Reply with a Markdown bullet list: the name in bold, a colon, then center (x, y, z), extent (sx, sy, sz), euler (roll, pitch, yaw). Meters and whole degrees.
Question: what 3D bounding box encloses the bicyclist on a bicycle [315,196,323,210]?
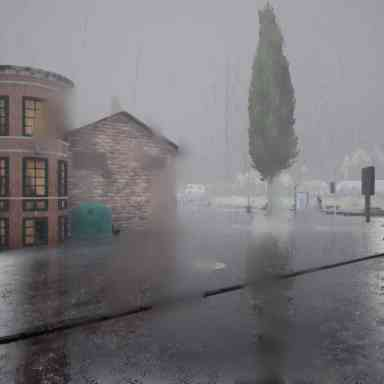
- **bicyclist on a bicycle**: center (15.318, 1.349, 40.146), extent (1.656, 1.620, 0.582), euler (0, 0, -36)
